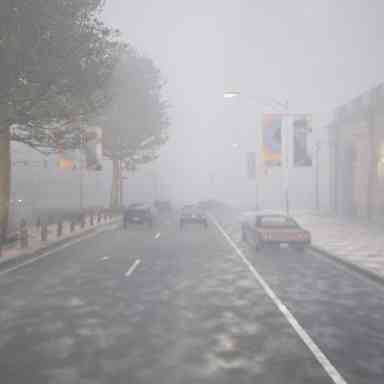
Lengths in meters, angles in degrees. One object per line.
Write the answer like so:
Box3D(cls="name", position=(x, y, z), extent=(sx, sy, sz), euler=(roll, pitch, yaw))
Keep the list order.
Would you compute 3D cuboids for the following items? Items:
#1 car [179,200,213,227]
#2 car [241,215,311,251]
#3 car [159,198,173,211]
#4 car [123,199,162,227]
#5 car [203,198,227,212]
Box3D(cls="car", position=(0.101, 1.533, 22.750), extent=(2.033, 1.411, 5.357), euler=(0, 0, 0))
Box3D(cls="car", position=(3.250, 1.586, 13.914), extent=(1.895, 1.301, 4.718), euler=(0, 0, 0))
Box3D(cls="car", position=(-3.399, 1.453, 40.240), extent=(1.882, 1.535, 5.008), euler=(0, 0, 0))
Box3D(cls="car", position=(-3.399, 1.463, 22.764), extent=(1.882, 1.535, 5.008), euler=(0, 0, 0))
Box3D(cls="car", position=(2.353, 1.483, 38.350), extent=(1.837, 1.490, 4.892), euler=(-2, -1, 29))
